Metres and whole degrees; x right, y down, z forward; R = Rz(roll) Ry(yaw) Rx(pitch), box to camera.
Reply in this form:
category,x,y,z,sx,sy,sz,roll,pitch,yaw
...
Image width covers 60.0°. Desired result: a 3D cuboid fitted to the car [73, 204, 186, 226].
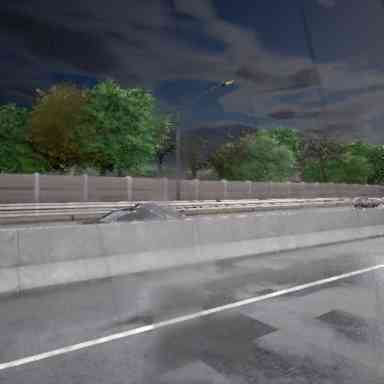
category,x,y,z,sx,sy,sz,roll,pitch,yaw
car,-2.926,1.502,14.792,4.892,1.490,1.837,0,0,-35

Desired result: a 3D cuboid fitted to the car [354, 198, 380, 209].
category,x,y,z,sx,sy,sz,roll,pitch,yaw
car,24.161,1.565,45.842,4.181,1.385,1.994,0,0,-38

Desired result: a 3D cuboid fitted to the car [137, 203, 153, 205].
category,x,y,z,sx,sy,sz,roll,pitch,yaw
car,-2.353,1.561,19.492,4.181,1.385,1.994,0,0,-35

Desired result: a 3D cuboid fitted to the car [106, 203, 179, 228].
category,x,y,z,sx,sy,sz,roll,pitch,yaw
car,-3.373,1.522,23.060,4.674,1.442,1.812,0,0,-35
